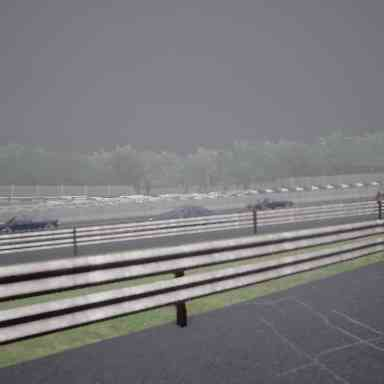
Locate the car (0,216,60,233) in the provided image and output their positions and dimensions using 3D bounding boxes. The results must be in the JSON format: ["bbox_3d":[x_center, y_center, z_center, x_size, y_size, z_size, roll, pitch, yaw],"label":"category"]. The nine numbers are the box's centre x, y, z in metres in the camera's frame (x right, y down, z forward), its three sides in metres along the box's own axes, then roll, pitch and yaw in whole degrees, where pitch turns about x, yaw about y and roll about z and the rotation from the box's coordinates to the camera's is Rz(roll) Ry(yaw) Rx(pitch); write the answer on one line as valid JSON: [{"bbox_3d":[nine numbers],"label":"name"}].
[{"bbox_3d":[-12.925,2.527,26.253,4.718,1.301,1.895,-4,2,-21],"label":"car"}]

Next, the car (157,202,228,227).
[{"bbox_3d":[0.041,1.793,27.445,5.357,1.411,2.033,-4,2,-21],"label":"car"}]

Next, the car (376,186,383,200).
[{"bbox_3d":[24.759,-0.026,40.603,4.553,1.767,2.097,-3,2,-21],"label":"car"}]

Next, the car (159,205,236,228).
[{"bbox_3d":[0.449,1.873,23.855,5.357,1.411,2.033,-4,2,-21],"label":"car"}]

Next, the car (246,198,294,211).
[{"bbox_3d":[8.053,1.247,34.242,4.718,1.301,1.895,-4,2,-21],"label":"car"}]
